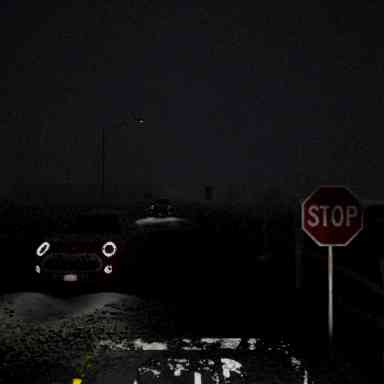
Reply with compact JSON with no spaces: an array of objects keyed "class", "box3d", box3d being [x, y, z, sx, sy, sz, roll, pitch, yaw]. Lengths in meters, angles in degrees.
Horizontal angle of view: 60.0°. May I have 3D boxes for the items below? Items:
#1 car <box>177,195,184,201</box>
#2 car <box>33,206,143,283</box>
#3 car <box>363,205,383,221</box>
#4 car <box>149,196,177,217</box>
[{"class":"car","box3d":[-2.801,1.464,75.830,1.837,1.490,4.892,0,0,0]},{"class":"car","box3d":[-2.752,1.353,9.778,2.097,1.767,4.553,0,0,0]},{"class":"car","box3d":[15.851,1.838,29.400,4.674,1.442,1.812,1,-1,-20]},{"class":"car","box3d":[-2.770,1.379,31.243,2.097,1.767,4.553,0,0,0]}]
